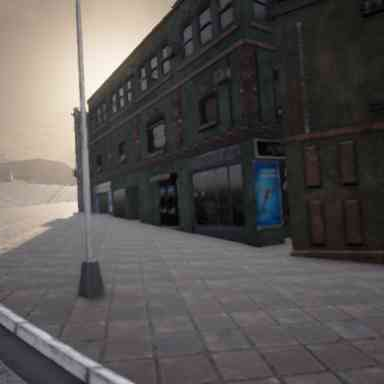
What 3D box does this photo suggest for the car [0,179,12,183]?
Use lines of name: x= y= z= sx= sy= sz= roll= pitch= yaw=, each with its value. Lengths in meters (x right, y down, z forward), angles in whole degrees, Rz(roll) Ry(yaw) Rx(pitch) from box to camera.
car: x=-45.319 y=-2.363 z=77.449 sx=2.002 sy=1.452 sz=4.674 roll=-5 pitch=-3 yaw=28

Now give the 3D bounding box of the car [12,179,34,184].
car: x=-42.780 y=-2.325 z=82.382 sx=2.097 sy=1.535 sz=5.008 roll=-5 pitch=-3 yaw=27
